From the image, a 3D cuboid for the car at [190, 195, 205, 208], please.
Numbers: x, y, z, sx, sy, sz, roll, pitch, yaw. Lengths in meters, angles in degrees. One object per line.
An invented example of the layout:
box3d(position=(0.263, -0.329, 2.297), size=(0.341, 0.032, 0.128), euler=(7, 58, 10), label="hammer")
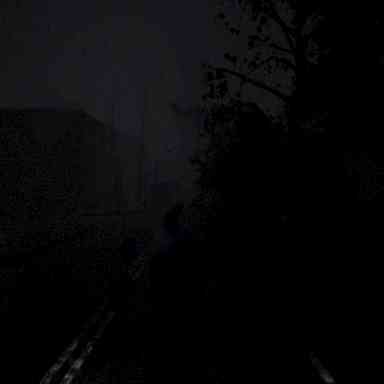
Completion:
box3d(position=(0.724, 1.444, 45.525), size=(1.994, 1.385, 4.181), euler=(0, 0, 1), label="car")
